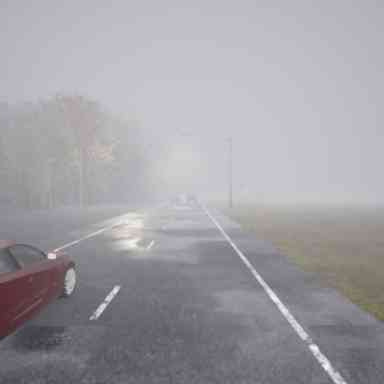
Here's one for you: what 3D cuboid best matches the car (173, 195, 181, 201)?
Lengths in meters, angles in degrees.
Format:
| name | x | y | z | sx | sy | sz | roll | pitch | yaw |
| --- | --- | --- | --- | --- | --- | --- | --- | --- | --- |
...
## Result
| name | x | y | z | sx | sy | sz | roll | pitch | yaw |
| --- | --- | --- | --- | --- | --- | --- | --- | --- | --- |
| car | -3.495 | 1.447 | 78.294 | 1.895 | 1.301 | 4.718 | 0 | 0 | 0 |

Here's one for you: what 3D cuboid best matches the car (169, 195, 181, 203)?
| name | x | y | z | sx | sy | sz | roll | pitch | yaw |
| --- | --- | --- | --- | --- | --- | --- | --- | --- | --- |
| car | -3.496 | 1.334 | 68.193 | 2.097 | 1.767 | 4.553 | 0 | 0 | 0 |

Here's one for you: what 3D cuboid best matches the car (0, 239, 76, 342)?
| name | x | y | z | sx | sy | sz | roll | pitch | yaw |
| --- | --- | --- | --- | --- | --- | --- | --- | --- | --- |
| car | -3.499 | 1.493 | 5.422 | 1.882 | 1.535 | 5.008 | 0 | 0 | 0 |

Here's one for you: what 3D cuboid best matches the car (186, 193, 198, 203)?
| name | x | y | z | sx | sy | sz | roll | pitch | yaw |
| --- | --- | --- | --- | --- | --- | --- | --- | --- | --- |
| car | 0.004 | 1.204 | 67.870 | 2.150 | 2.045 | 5.566 | 0 | 0 | 0 |
